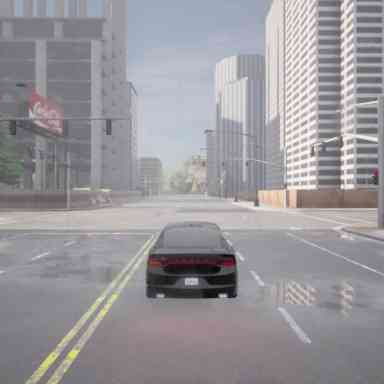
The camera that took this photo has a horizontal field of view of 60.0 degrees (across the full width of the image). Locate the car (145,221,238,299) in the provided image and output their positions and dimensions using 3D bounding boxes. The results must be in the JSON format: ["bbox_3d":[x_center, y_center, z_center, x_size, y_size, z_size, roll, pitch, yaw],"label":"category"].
[{"bbox_3d":[0.002,1.478,8.523,1.882,1.535,5.008,0,0,0],"label":"car"}]
